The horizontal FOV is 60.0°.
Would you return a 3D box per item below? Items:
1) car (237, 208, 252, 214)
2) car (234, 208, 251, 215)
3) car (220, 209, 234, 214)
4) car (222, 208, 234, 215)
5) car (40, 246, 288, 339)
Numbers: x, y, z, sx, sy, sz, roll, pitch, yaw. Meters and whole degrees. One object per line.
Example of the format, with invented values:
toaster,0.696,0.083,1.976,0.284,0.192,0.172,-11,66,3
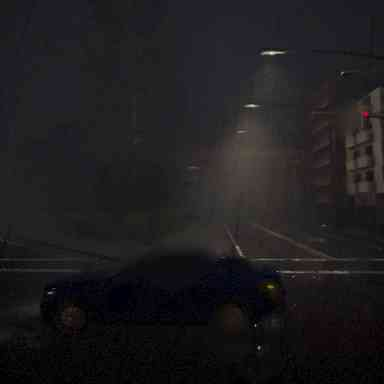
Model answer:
car,12.601,4.581,79.804,1.853,1.218,4.536,0,-3,-16
car,12.619,4.736,79.747,2.038,1.542,4.974,0,-3,-16
car,8.513,4.684,80.398,1.853,1.218,4.536,-2,-3,29
car,8.491,4.840,80.345,2.038,1.542,4.974,-2,-3,29
car,-0.535,1.839,6.597,4.674,1.442,1.812,-1,-3,4
